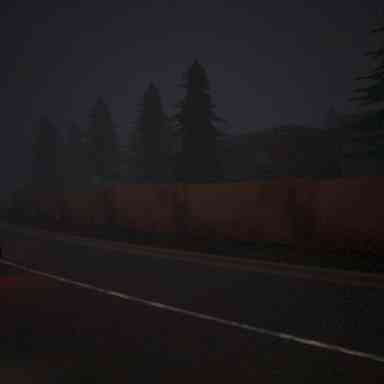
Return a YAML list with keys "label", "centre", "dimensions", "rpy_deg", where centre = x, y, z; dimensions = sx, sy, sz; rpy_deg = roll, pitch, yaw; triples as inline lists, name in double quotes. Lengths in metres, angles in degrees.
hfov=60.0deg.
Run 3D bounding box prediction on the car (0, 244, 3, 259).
- label: "car"
  centre: [-7.637, 1.685, 10.164]
  dimensions: [4.718, 1.301, 1.895]
  rpy_deg: [-1, 0, 41]
